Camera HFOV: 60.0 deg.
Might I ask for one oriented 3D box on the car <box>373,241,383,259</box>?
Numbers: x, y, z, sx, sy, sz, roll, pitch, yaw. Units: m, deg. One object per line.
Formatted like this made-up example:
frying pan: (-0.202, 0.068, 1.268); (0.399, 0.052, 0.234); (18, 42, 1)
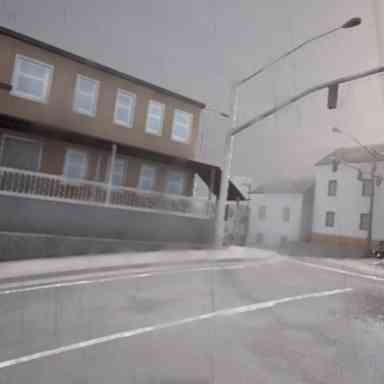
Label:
car: (13.553, 3.460, 19.015); (5.566, 2.045, 2.150); (4, -2, 27)
